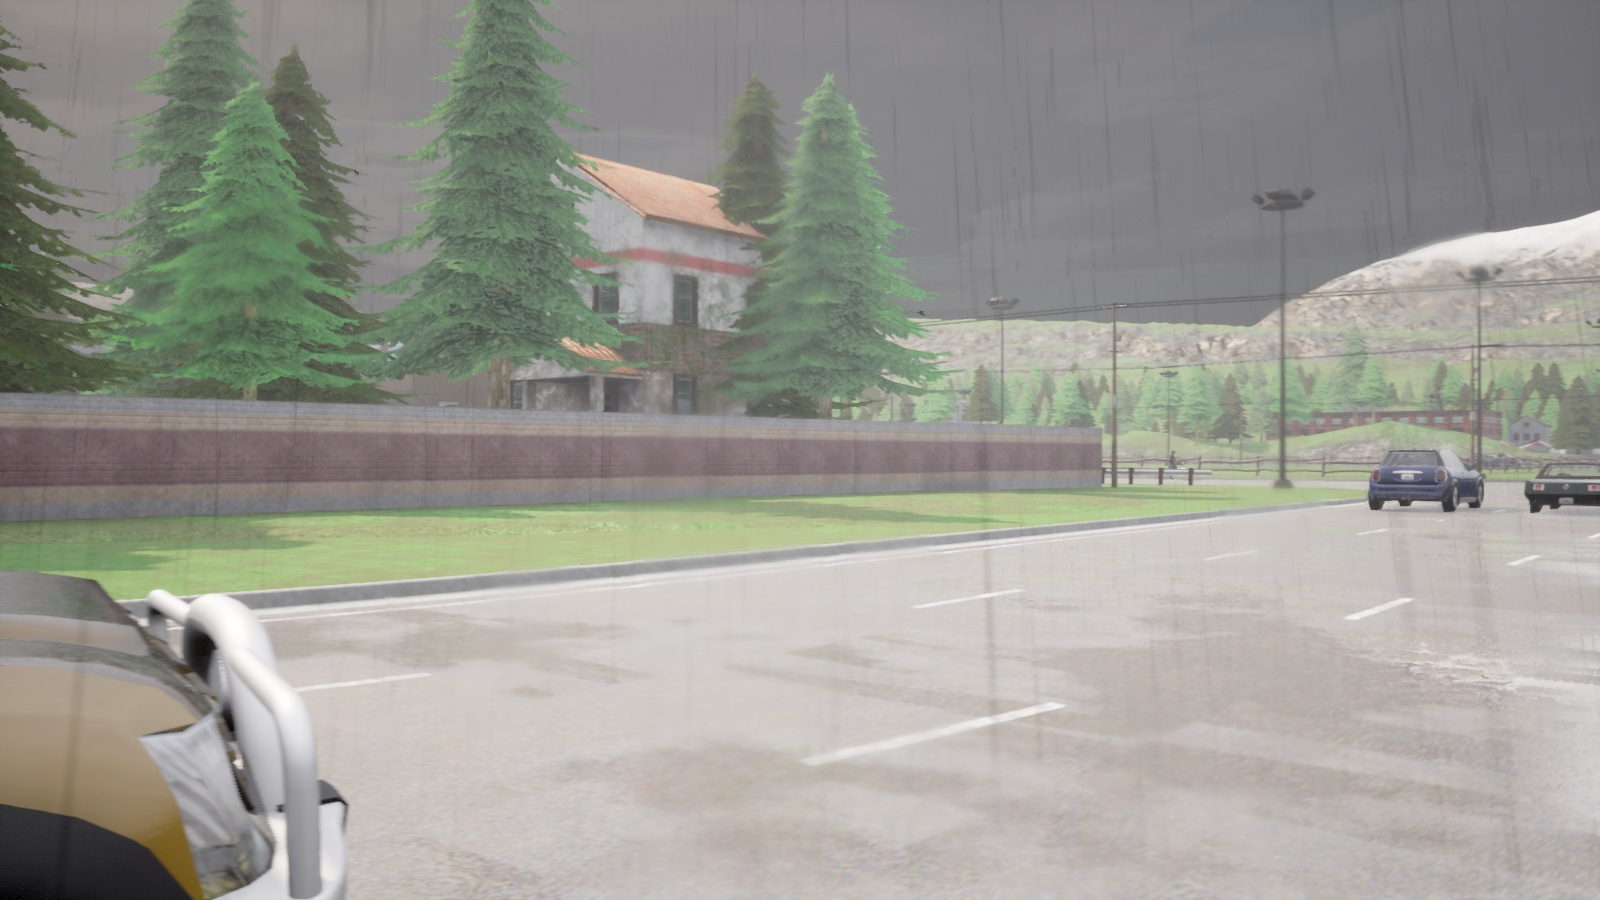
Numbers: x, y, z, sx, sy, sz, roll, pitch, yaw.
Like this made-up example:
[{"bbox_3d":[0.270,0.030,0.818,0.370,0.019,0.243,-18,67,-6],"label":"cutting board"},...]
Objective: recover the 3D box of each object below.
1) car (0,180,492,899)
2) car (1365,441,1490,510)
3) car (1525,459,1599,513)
[{"bbox_3d":[-2.946,0.575,1.545,4.605,1.855,1.932,0,0,-33],"label":"car"},{"bbox_3d":[17.327,0.669,34.548,2.097,1.767,4.553,0,0,40],"label":"car"},{"bbox_3d":[20.542,0.898,32.941,1.895,1.301,4.718,0,0,40],"label":"car"}]
